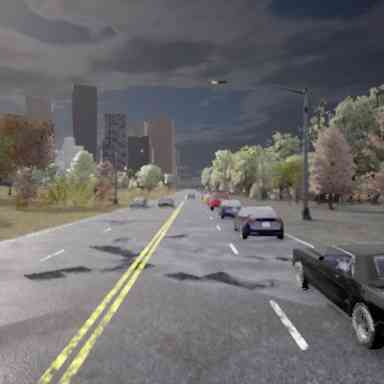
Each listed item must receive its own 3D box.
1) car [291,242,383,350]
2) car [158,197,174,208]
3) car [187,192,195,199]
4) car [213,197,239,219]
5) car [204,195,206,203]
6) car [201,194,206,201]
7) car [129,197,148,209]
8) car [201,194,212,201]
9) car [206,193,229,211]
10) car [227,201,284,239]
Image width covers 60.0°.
[{"bbox_3d":[3.350,1.583,6.130,1.895,1.301,4.718,0,0,0],"label":"car"},{"bbox_3d":[-3.401,1.396,44.375,1.994,1.385,4.181,0,0,0],"label":"car"},{"bbox_3d":[-0.200,0.996,82.468,2.128,1.511,4.902,0,0,0],"label":"car"},{"bbox_3d":[3.238,1.407,27.918,2.163,1.488,4.792,0,0,0],"label":"car"},{"bbox_3d":[3.163,1.392,49.925,1.895,1.301,4.718,0,0,0],"label":"car"},{"bbox_3d":[3.123,1.214,60.898,1.882,1.535,5.008,0,0,0],"label":"car"},{"bbox_3d":[-6.653,1.368,42.106,1.812,1.442,4.674,0,0,0],"label":"car"},{"bbox_3d":[3.086,1.175,71.932,2.163,1.488,4.792,0,0,0],"label":"car"},{"bbox_3d":[3.200,1.074,38.919,2.150,2.045,5.566,0,0,0],"label":"car"},{"bbox_3d":[3.250,1.448,16.900,2.163,1.488,4.792,0,0,0],"label":"car"}]
